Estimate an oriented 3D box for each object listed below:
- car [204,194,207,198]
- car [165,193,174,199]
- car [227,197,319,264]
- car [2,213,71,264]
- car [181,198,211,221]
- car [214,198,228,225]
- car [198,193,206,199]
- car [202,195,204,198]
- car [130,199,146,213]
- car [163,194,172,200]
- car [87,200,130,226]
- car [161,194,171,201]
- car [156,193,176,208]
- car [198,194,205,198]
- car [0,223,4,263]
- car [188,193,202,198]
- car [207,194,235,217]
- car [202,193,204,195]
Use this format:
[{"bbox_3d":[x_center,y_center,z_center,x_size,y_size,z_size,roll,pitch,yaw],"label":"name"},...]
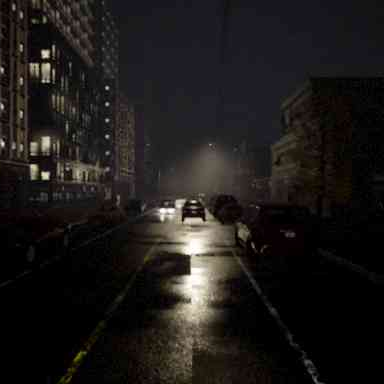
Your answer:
[{"bbox_3d":[2.698,1.132,33.664,2.192,1.841,5.009,0,0,0],"label":"car"},{"bbox_3d":[-5.677,1.018,83.501,1.967,1.590,4.097,0,0,0],"label":"car"},{"bbox_3d":[2.695,1.249,11.516,2.192,1.841,5.009,0,0,0],"label":"car"},{"bbox_3d":[-5.686,1.480,11.521,1.887,1.381,4.507,0,0,0],"label":"car"},{"bbox_3d":[0.103,1.408,25.455,2.033,1.411,5.357,0,0,0],"label":"car"},{"bbox_3d":[2.696,1.399,22.761,1.752,1.417,4.829,0,0,0],"label":"car"},{"bbox_3d":[2.704,0.993,89.034,1.967,1.590,4.097,0,0,0],"label":"car"},{"bbox_3d":[2.698,1.326,44.739,1.947,1.339,4.313,0,0,0],"label":"car"},{"bbox_3d":[-5.683,1.384,33.669,1.947,1.339,4.313,0,0,0],"label":"car"},{"bbox_3d":[-5.678,1.185,77.964,1.802,1.307,4.206,0,0,0],"label":"car"},{"bbox_3d":[-5.685,1.402,22.425,1.752,1.417,4.829,0,0,0],"label":"car"},{"bbox_3d":[-5.679,1.154,72.257,1.752,1.417,4.829,0,0,0],"label":"car"},{"bbox_3d":[-3.084,1.262,42.722,2.128,1.511,4.902,0,0,0],"label":"car"},{"bbox_3d":[2.705,1.111,94.572,1.802,1.307,4.206,0,0,0],"label":"car"},{"bbox_3d":[-5.687,1.517,5.984,2.008,1.369,4.403,0,0,0],"label":"car"},{"bbox_3d":[0.105,1.264,45.224,1.837,1.490,4.892,0,1,0],"label":"car"},{"bbox_3d":[2.697,1.161,28.128,2.192,1.841,5.009,0,0,0],"label":"car"},{"bbox_3d":[2.700,1.260,61.350,1.802,1.307,4.206,0,0,0],"label":"car"}]
